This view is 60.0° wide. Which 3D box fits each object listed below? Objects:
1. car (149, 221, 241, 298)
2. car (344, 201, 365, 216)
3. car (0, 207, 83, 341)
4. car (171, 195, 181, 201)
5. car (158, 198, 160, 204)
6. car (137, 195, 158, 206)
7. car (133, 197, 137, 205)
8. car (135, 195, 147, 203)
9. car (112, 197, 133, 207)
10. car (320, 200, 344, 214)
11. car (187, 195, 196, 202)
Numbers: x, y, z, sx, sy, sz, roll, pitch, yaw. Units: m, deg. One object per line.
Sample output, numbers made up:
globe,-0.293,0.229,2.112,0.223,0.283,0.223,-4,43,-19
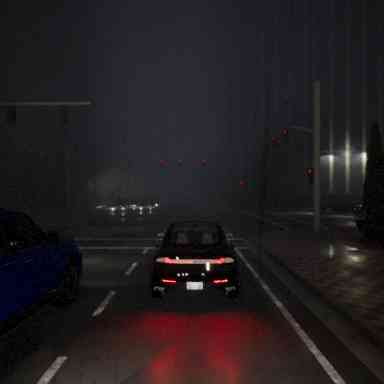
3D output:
car,0.079,1.491,8.477,2.128,1.511,4.902,0,0,1
car,17.482,1.502,31.430,4.892,1.490,1.837,0,0,-1
car,-3.450,1.221,4.845,2.150,2.045,5.566,0,0,1
car,-3.629,1.332,76.057,1.812,1.442,4.674,0,0,0
car,-7.164,1.558,63.053,1.994,1.385,4.181,0,0,0
car,-7.178,1.500,53.999,1.837,1.490,4.892,0,0,0
car,-10.670,1.595,59.340,1.895,1.301,4.718,0,0,0
car,-10.618,1.471,69.782,1.882,1.535,5.008,0,0,0
car,-10.683,1.521,50.231,1.812,1.442,4.674,0,0,0
car,15.234,1.560,34.904,4.181,1.385,1.994,0,0,-1
car,-0.128,1.422,75.523,1.837,1.490,4.892,0,0,0
